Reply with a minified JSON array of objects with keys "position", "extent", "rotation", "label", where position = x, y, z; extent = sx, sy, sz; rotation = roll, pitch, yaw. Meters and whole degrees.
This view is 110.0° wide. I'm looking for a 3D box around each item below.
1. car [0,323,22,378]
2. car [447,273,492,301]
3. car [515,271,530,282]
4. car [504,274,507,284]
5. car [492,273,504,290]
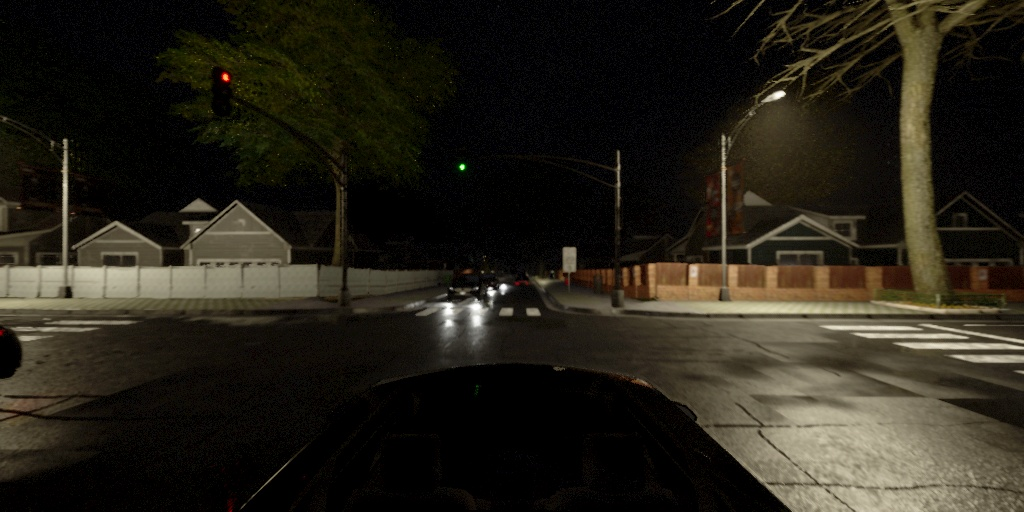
[{"position":[-9.990,1.309,5.546],"extent":[4.181,1.385,1.994],"rotation":[0,0,19],"label":"car"},{"position":[-2.494,1.769,21.090],"extent":[1.812,1.442,4.674],"rotation":[0,-2,2],"label":"car"},{"position":[1.474,2.962,51.169],"extent":[1.812,1.442,4.674],"rotation":[0,-2,2],"label":"car"},{"position":[-1.658,2.698,42.904],"extent":[1.895,1.301,4.718],"rotation":[0,-2,2],"label":"car"},{"position":[-2.106,2.184,31.298],"extent":[2.033,1.411,5.357],"rotation":[0,-2,2],"label":"car"}]
